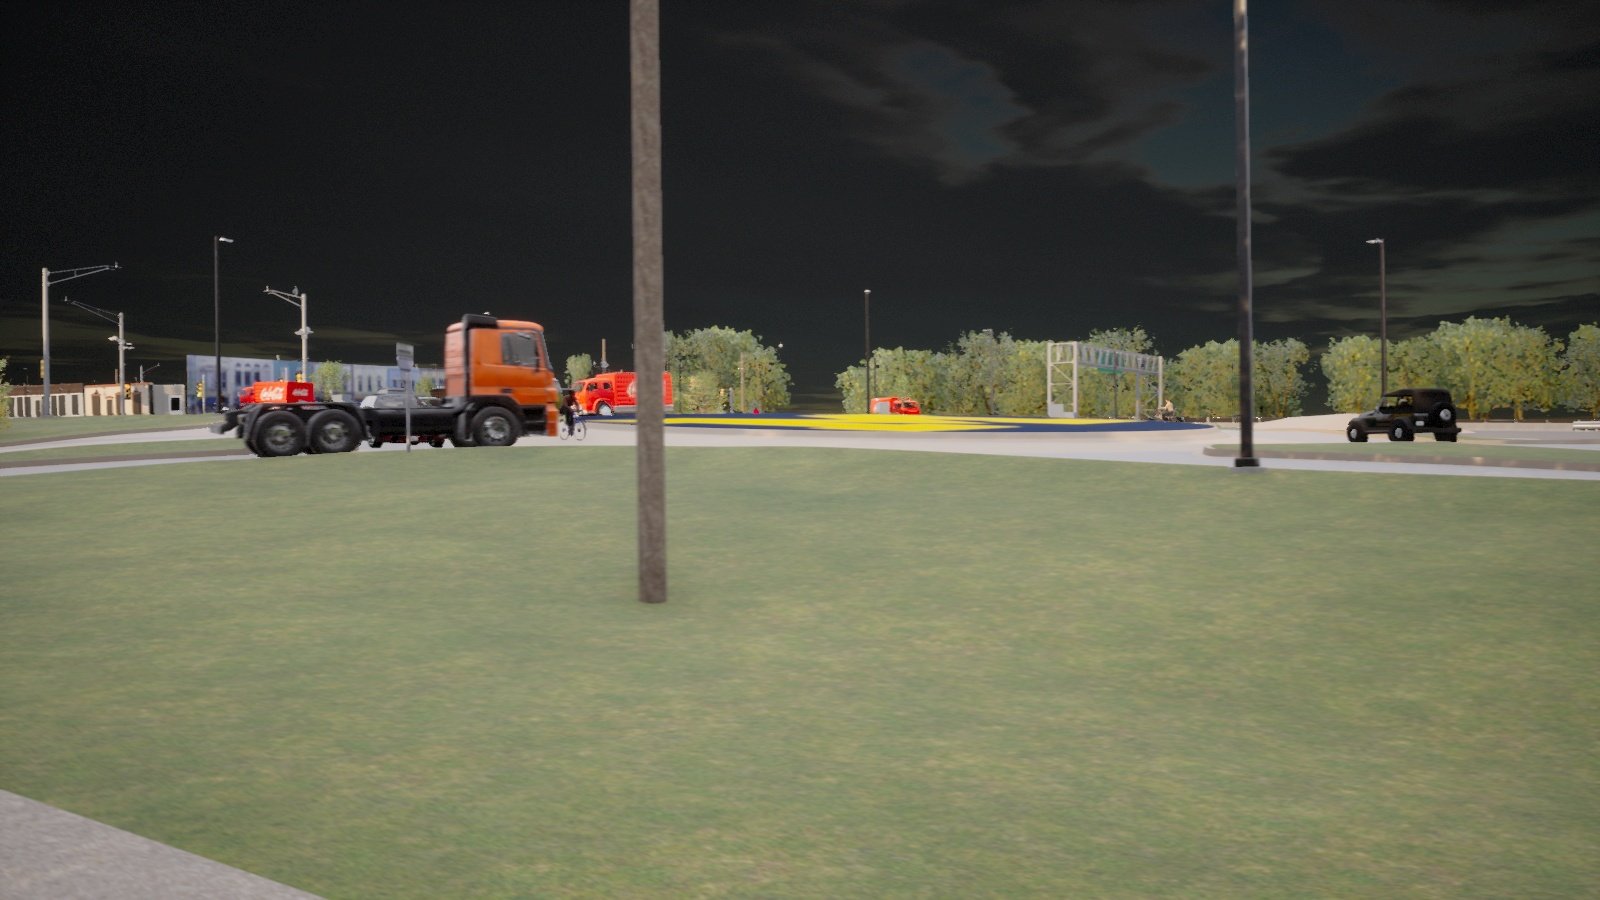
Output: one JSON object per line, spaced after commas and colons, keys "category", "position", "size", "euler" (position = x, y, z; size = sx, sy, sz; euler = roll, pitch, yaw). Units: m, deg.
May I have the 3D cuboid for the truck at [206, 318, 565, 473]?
{"category": "truck", "position": [-10.206, -1.419, 31.286], "size": [7.936, 3.462, 2.891], "euler": [-3, 2, -30]}

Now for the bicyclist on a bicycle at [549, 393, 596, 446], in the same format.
{"category": "bicyclist on a bicycle", "position": [-7.241, -0.962, 39.951], "size": [0.582, 1.620, 1.656], "euler": [-8, 7, -41]}

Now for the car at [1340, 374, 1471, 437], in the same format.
{"category": "car", "position": [19.975, -1.422, 41.597], "size": [1.905, 1.878, 3.866], "euler": [-2, 0, -11]}

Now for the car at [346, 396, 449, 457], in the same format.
{"category": "car", "position": [-12.579, -0.748, 39.075], "size": [2.097, 1.767, 4.553], "euler": [-2, 2, -30]}

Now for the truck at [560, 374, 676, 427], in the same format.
{"category": "truck", "position": [-9.459, -2.594, 65.470], "size": [5.204, 2.467, 2.627], "euler": [-4, 1, -37]}

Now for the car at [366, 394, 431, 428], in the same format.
{"category": "car", "position": [-20.519, -2.022, 64.073], "size": [2.242, 1.667, 4.611], "euler": [0, 2, -29]}

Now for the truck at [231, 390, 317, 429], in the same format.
{"category": "truck", "position": [-35.290, -2.683, 84.240], "size": [5.204, 2.467, 2.627], "euler": [-1, 0, 29]}

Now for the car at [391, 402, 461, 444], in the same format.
{"category": "car", "position": [-13.764, -1.011, 46.149], "size": [2.207, 1.376, 1.481], "euler": [4, 7, 43]}

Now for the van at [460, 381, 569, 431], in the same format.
{"category": "van", "position": [-12.323, -1.914, 54.370], "size": [1.775, 1.987, 4.442], "euler": [-1, 2, 36]}
